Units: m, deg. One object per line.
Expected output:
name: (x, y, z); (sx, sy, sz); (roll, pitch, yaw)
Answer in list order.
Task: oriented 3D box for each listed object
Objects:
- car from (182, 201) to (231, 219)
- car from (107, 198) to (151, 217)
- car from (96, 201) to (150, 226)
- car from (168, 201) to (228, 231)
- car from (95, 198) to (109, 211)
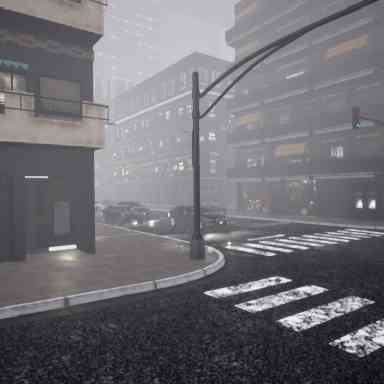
car: (1.198, 1.512, 29.152); (2.008, 1.369, 4.403); (-1, 1, -36)
car: (-5.300, 1.540, 28.887); (1.837, 1.490, 4.892); (-1, 1, -36)
car: (-5.182, 1.632, 24.527); (1.947, 1.339, 4.313); (-1, 1, -36)
car: (0.268, 1.534, 21.209); (1.837, 1.490, 4.892); (-1, 1, -36)
car: (-11.347, 1.568, 37.244); (1.812, 1.442, 4.674); (-1, 1, -36)
